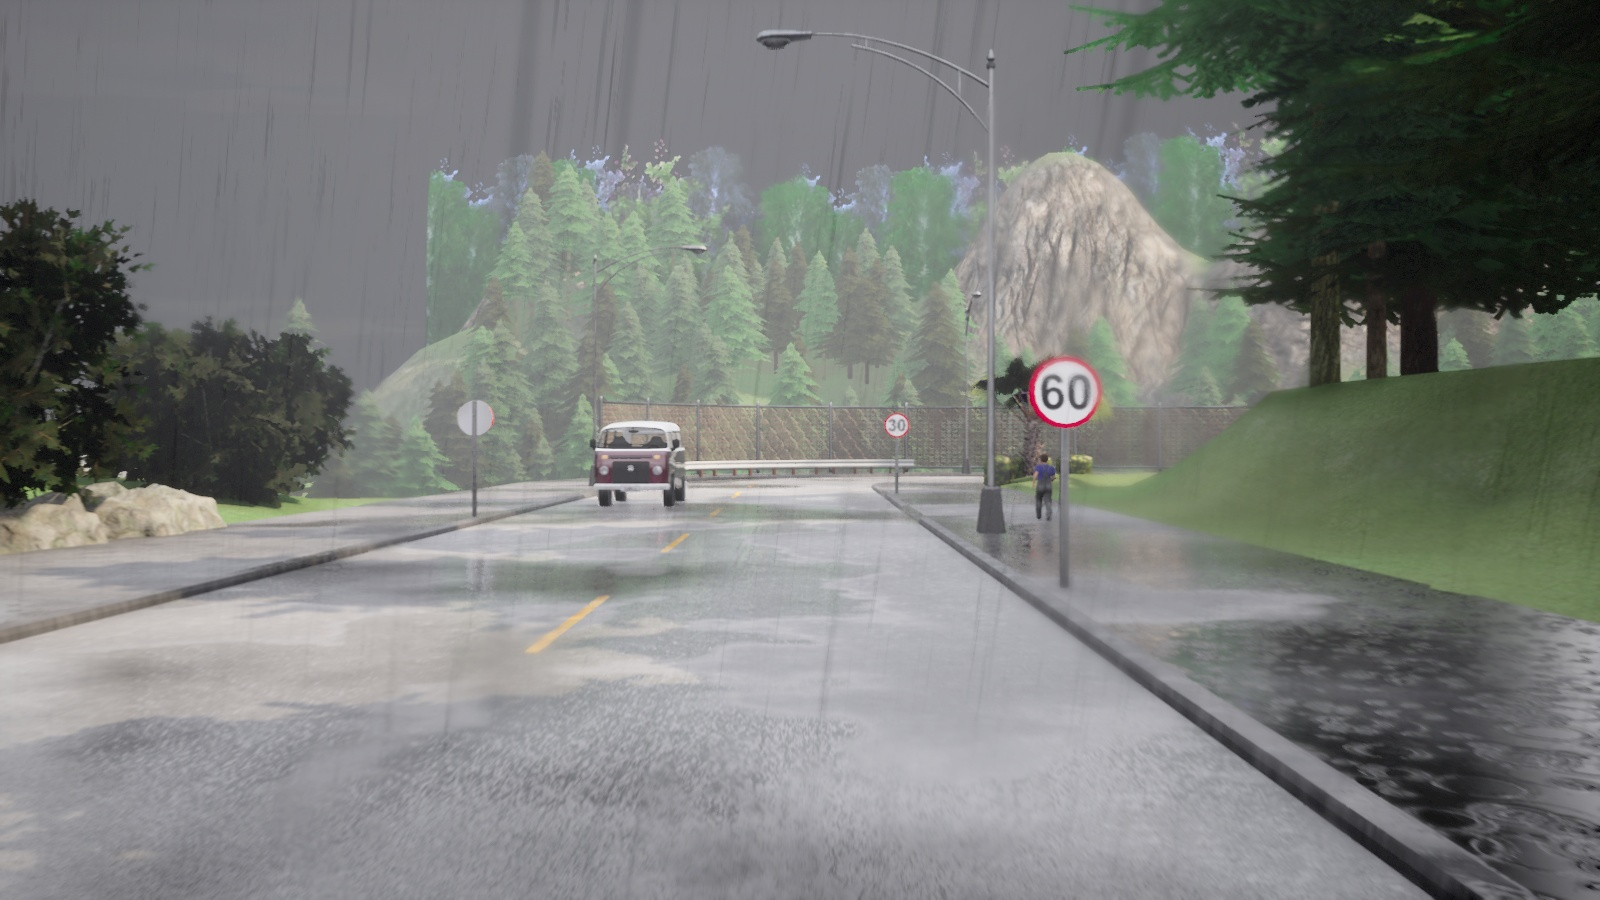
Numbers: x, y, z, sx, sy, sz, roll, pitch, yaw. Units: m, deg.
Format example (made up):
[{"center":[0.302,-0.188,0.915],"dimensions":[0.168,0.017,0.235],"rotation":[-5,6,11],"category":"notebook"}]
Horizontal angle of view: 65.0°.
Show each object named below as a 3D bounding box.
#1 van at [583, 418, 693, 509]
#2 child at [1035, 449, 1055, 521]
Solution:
[{"center":[-3.810,0.296,30.322],"dimensions":[2.069,2.038,4.480],"rotation":[0,0,0],"category":"van"},{"center":[4.358,0.614,22.353],"dimensions":[0.270,1.263,0.437],"rotation":[0,0,2],"category":"child"}]
